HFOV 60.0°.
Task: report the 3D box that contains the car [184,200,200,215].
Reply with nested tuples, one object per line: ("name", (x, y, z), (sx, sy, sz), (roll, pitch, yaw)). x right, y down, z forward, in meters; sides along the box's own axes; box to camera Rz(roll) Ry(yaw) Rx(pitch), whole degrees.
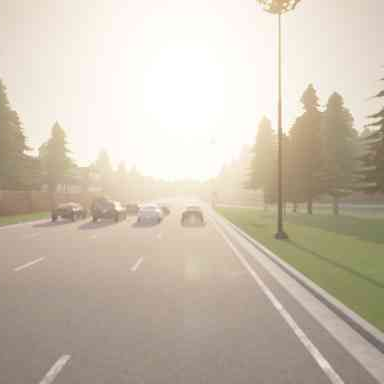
("car", (0.021, 1.808, 40.234), (1.837, 1.490, 4.892), (0, 0, 1))

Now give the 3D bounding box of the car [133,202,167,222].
("car", (-3.456, 1.735, 28.089), (1.812, 1.442, 4.674), (0, 0, 1))

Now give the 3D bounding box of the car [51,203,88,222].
("car", (-10.453, 1.719, 28.708), (1.837, 1.490, 4.892), (0, 0, 1))

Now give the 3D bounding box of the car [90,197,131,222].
("car", (-6.953, 1.564, 28.642), (2.097, 1.767, 4.553), (0, 0, 1))

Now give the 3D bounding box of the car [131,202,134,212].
("car", (-6.977, 1.864, 40.321), (1.994, 1.385, 4.181), (0, 0, 1))

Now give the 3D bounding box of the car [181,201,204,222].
("car", (0.046, 1.739, 28.531), (1.812, 1.442, 4.674), (0, 0, 0))

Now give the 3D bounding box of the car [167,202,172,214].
("car", (-3.497, 1.840, 39.195), (2.033, 1.411, 5.357), (0, 0, 0))
